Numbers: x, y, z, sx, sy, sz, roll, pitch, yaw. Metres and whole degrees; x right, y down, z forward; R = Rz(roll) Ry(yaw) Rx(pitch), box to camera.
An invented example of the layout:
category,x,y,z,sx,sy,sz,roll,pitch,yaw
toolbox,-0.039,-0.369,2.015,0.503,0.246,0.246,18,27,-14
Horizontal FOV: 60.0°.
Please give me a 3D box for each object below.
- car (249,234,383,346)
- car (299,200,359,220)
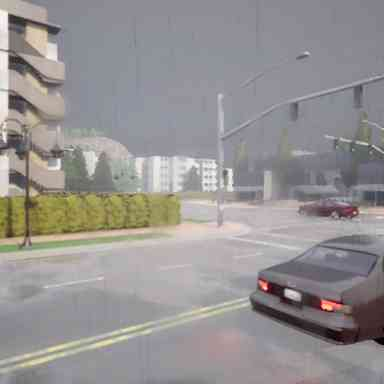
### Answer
category,x,y,z,sx,sy,sz,roll,pitch,yaw
car,3.512,1.539,6.271,5.357,1.411,2.033,0,0,-35
car,11.250,1.446,27.760,1.882,1.535,5.008,1,0,-32
